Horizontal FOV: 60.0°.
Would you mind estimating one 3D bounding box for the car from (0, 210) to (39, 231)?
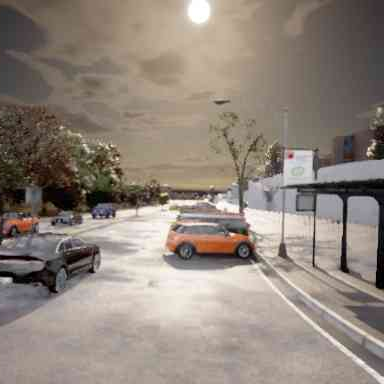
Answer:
[{"bbox_3d":[-12.705,2.139,23.388,2.097,1.767,4.553,2,-1,2],"label":"car"}]

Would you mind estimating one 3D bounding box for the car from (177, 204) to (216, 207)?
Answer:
[{"bbox_3d":[1.553,2.702,35.108,5.566,2.045,2.435,3,-2,-19],"label":"car"}]

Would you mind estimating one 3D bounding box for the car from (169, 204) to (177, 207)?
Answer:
[{"bbox_3d":[-5.235,4.338,91.627,1.882,1.535,5.008,2,-1,1],"label":"car"}]

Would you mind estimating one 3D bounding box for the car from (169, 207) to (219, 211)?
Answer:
[{"bbox_3d":[1.178,2.404,23.068,5.566,2.045,2.435,3,-1,-18],"label":"car"}]

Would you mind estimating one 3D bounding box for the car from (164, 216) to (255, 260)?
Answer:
[{"bbox_3d":[0.948,2.381,17.056,4.553,1.767,2.185,3,-2,-18],"label":"car"}]

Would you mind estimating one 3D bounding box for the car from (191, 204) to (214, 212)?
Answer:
[{"bbox_3d":[2.811,4.261,89.095,5.566,2.045,2.435,3,-2,-19],"label":"car"}]

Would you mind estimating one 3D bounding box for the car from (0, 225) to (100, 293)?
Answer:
[{"bbox_3d":[-4.406,2.056,10.559,2.128,1.511,4.902,2,-3,3],"label":"car"}]

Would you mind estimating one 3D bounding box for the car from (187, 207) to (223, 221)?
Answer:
[{"bbox_3d":[1.772,3.129,47.083,4.553,1.767,2.185,3,-2,-19],"label":"car"}]

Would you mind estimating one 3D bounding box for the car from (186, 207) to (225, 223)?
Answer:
[{"bbox_3d":[1.765,3.053,44.098,4.553,1.767,2.185,3,-1,-19],"label":"car"}]

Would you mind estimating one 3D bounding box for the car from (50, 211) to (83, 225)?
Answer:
[{"bbox_3d":[-12.430,2.594,33.244,1.994,1.385,4.181,2,-1,1],"label":"car"}]

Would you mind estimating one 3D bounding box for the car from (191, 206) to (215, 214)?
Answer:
[{"bbox_3d":[2.419,4.072,74.076,5.008,1.535,2.097,3,-2,-19],"label":"car"}]

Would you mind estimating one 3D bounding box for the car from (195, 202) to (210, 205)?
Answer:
[{"bbox_3d":[1.973,3.172,53.108,5.566,2.045,2.435,3,-2,-19],"label":"car"}]

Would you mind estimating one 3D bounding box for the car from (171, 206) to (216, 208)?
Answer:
[{"bbox_3d":[1.319,2.481,26.100,5.566,2.045,2.435,3,-2,-18],"label":"car"}]

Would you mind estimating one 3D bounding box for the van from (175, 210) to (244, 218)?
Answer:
[{"bbox_3d":[0.993,2.352,20.035,4.442,1.987,1.878,3,-1,-18],"label":"van"}]

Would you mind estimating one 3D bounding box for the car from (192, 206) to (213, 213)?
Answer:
[{"bbox_3d":[2.730,4.462,86.090,4.792,1.488,2.163,3,-2,-19],"label":"car"}]

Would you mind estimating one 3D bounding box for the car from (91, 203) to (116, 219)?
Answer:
[{"bbox_3d":[-12.109,2.572,45.960,2.150,2.045,5.566,2,-2,2],"label":"car"}]
